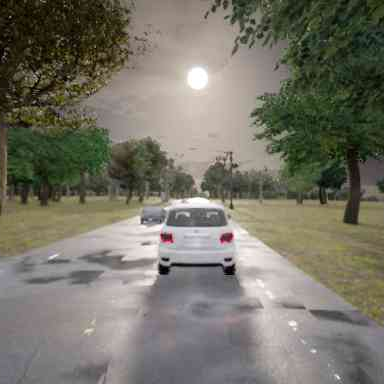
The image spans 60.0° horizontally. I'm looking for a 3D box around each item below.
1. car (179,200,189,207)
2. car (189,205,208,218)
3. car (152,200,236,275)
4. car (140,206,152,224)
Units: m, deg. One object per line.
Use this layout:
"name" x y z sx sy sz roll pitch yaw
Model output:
"car" -1.763 2.464 73.884 1.812 1.442 4.674 0 -1 2
"car" 0.708 2.079 36.369 1.895 1.301 4.718 0 -1 2
"car" 0.162 1.366 11.155 2.150 2.045 5.566 0 0 1
"car" -3.214 1.897 28.400 1.812 1.442 4.674 0 -1 1
